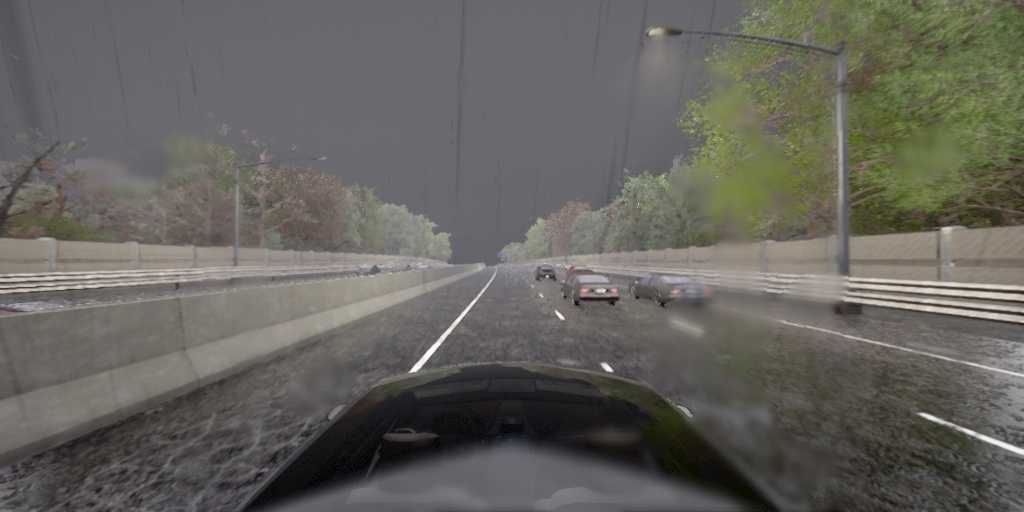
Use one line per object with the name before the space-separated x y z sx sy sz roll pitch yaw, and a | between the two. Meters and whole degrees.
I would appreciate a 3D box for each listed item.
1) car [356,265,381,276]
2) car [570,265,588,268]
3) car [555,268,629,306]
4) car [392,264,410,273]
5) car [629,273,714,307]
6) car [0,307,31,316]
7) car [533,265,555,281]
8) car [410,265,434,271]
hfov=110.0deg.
car | -18.121 1.818 45.506 1.812 1.442 4.674 1 -2 -1
car | 6.752 1.673 36.625 1.882 1.535 5.008 0 -1 -1
car | 3.531 1.492 17.026 2.033 1.411 5.357 0 -1 0
car | -14.694 1.853 48.472 1.837 1.490 4.892 0 -1 -1
car | 7.037 1.485 16.521 2.033 1.411 5.357 0 -1 0
car | -10.611 1.367 5.613 1.994 1.385 4.181 0 -1 0
car | 3.265 1.691 35.911 1.837 1.490 4.892 0 -1 -1
car | -11.139 1.838 45.774 1.812 1.442 4.674 0 -1 -1
